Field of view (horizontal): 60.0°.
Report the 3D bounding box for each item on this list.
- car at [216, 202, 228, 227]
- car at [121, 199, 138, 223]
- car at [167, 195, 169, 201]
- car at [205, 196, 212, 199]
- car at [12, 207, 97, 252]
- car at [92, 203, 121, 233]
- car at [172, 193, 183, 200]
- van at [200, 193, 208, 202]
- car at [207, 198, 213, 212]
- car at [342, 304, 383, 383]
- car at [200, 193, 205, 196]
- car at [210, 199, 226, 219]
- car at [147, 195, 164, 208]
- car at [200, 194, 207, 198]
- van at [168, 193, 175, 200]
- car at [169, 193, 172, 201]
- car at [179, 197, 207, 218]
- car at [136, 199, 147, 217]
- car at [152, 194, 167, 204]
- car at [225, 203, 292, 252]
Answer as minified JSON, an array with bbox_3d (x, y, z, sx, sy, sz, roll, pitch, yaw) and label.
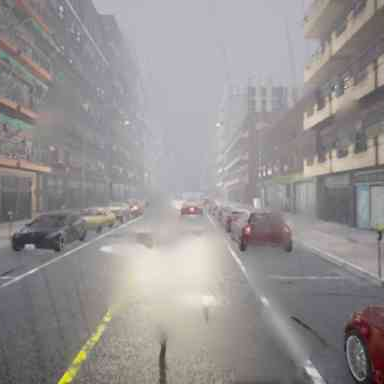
[{"bbox_3d":[2.701,1.519,19.457,1.887,1.381,4.507,1,0,0],"label":"car"},{"bbox_3d":[-5.680,1.516,25.192,2.008,1.369,4.403,1,0,0],"label":"car"},{"bbox_3d":[-5.681,1.487,59.218,1.802,1.307,4.206,1,0,0],"label":"car"},{"bbox_3d":[2.700,1.492,36.468,1.887,1.381,4.507,1,0,0],"label":"car"},{"bbox_3d":[-5.679,1.547,13.850,1.947,1.339,4.313,1,0,0],"label":"car"},{"bbox_3d":[-5.679,1.499,19.351,1.752,1.417,4.829,1,0,0],"label":"car"},{"bbox_3d":[-3.004,1.114,75.299,1.812,1.442,4.674,0,0,0],"label":"car"},{"bbox_3d":[2.668,1.213,76.162,1.690,1.788,3.998,1,0,0],"label":"van"},{"bbox_3d":[2.700,1.507,30.798,2.008,1.369,4.403,1,0,0],"label":"car"},{"bbox_3d":[2.703,1.579,2.446,1.802,1.307,4.206,1,0,0],"label":"car"},{"bbox_3d":[2.688,1.419,64.991,1.752,1.417,4.829,1,0,0],"label":"car"},{"bbox_3d":[2.700,1.516,25.127,2.008,1.369,4.403,1,0,0],"label":"car"},{"bbox_3d":[-5.680,1.478,47.876,2.008,1.369,4.403,1,0,0],"label":"car"},{"bbox_3d":[2.699,1.461,53.480,1.887,1.381,4.507,1,0,0],"label":"car"},{"bbox_3d":[-5.679,1.176,93.244,1.690,1.788,3.998,1,0,0],"label":"van"},{"bbox_3d":[-5.680,1.312,76.231,1.967,1.590,4.097,1,0,0],"label":"car"},{"bbox_3d":[-0.002,1.430,29.566,1.994,1.385,4.181,0,0,0],"label":"car"},{"bbox_3d":[-5.678,1.396,30.864,1.967,1.590,4.097,1,0,0],"label":"car"},{"bbox_3d":[-5.677,1.231,53.546,2.192,1.841,5.009,1,0,0],"label":"car"},{"bbox_3d":[2.702,1.422,13.785,1.967,1.590,4.097,1,0,0],"label":"car"}]
